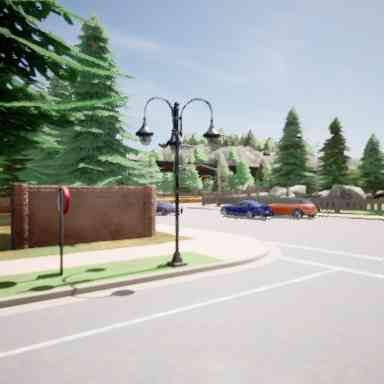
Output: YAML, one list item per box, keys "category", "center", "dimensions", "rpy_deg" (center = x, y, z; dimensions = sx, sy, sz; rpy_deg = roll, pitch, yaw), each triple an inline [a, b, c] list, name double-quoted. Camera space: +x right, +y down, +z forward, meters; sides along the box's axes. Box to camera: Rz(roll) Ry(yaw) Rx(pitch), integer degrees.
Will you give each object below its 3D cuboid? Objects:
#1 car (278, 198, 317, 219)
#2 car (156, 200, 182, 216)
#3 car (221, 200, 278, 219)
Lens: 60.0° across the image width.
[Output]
- category: "car"
  center: [8.687, 1.344, 29.713]
  dimensions: [2.097, 1.767, 4.553]
  rpy_deg: [0, 0, -38]
- category: "car"
  center: [-2.848, 1.532, 32.931]
  dimensions: [1.812, 1.442, 4.674]
  rpy_deg: [0, 0, -37]
- category: "car"
  center: [4.662, 1.477, 29.198]
  dimensions: [1.882, 1.535, 5.008]
  rpy_deg: [0, 0, -38]
